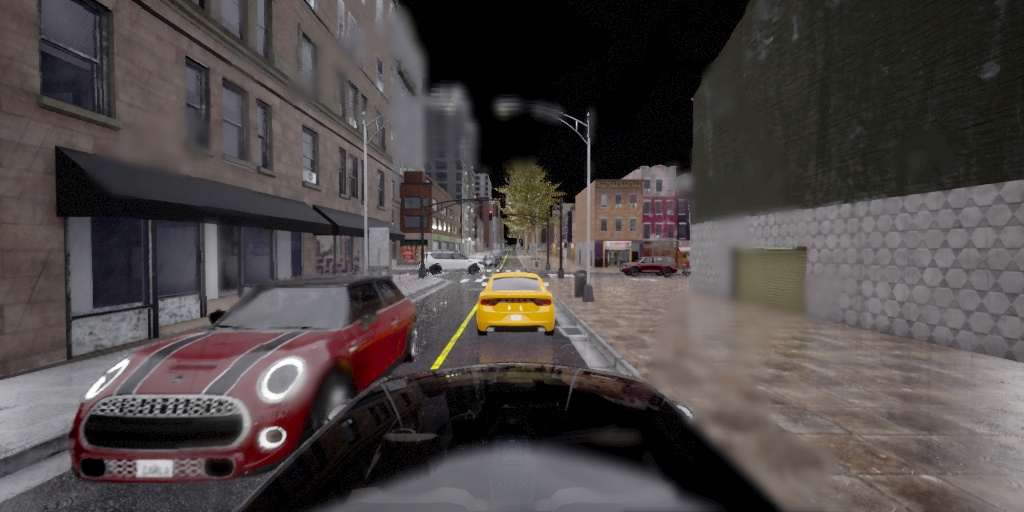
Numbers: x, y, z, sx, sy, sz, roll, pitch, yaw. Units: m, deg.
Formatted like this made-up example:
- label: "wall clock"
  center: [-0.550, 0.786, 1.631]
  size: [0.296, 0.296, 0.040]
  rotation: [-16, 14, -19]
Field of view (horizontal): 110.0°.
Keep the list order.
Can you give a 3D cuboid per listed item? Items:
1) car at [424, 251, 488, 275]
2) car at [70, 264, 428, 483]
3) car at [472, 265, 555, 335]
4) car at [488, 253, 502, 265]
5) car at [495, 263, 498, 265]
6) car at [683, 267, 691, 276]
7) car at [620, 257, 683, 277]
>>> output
- label: "car"
  center: [-5.334, 0.624, 32.024]
  size: [5.566, 2.045, 2.150]
  rotation: [0, 1, -18]
- label: "car"
  center: [-2.839, 1.099, 5.102]
  size: [2.097, 1.767, 4.553]
  rotation: [0, 0, 0]
- label: "car"
  center: [0.098, 1.206, 10.439]
  size: [1.882, 1.535, 5.008]
  rotation: [0, 0, 0]
- label: "car"
  center: [-2.828, 0.613, 45.997]
  size: [2.128, 1.511, 4.902]
  rotation: [0, 2, 1]
- label: "car"
  center: [0.073, 1.250, 19.881]
  size: [1.895, 1.301, 4.718]
  rotation: [0, 1, 0]
- label: "car"
  center: [18.113, 1.296, 33.418]
  size: [4.207, 1.307, 1.802]
  rotation: [0, 0, 0]
- label: "car"
  center: [12.711, 0.952, 33.411]
  size: [5.009, 1.841, 2.192]
  rotation: [0, 0, 0]
